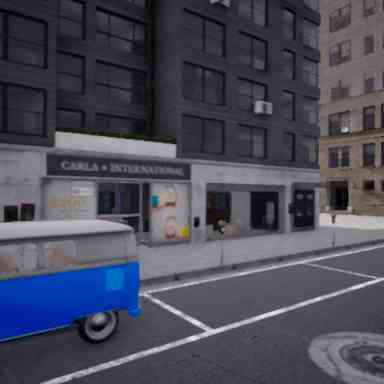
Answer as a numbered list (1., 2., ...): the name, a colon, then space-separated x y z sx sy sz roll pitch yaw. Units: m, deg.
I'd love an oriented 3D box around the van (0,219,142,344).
1. van: -2.712 1.342 4.819 3.998 1.788 1.690 0 1 -35
